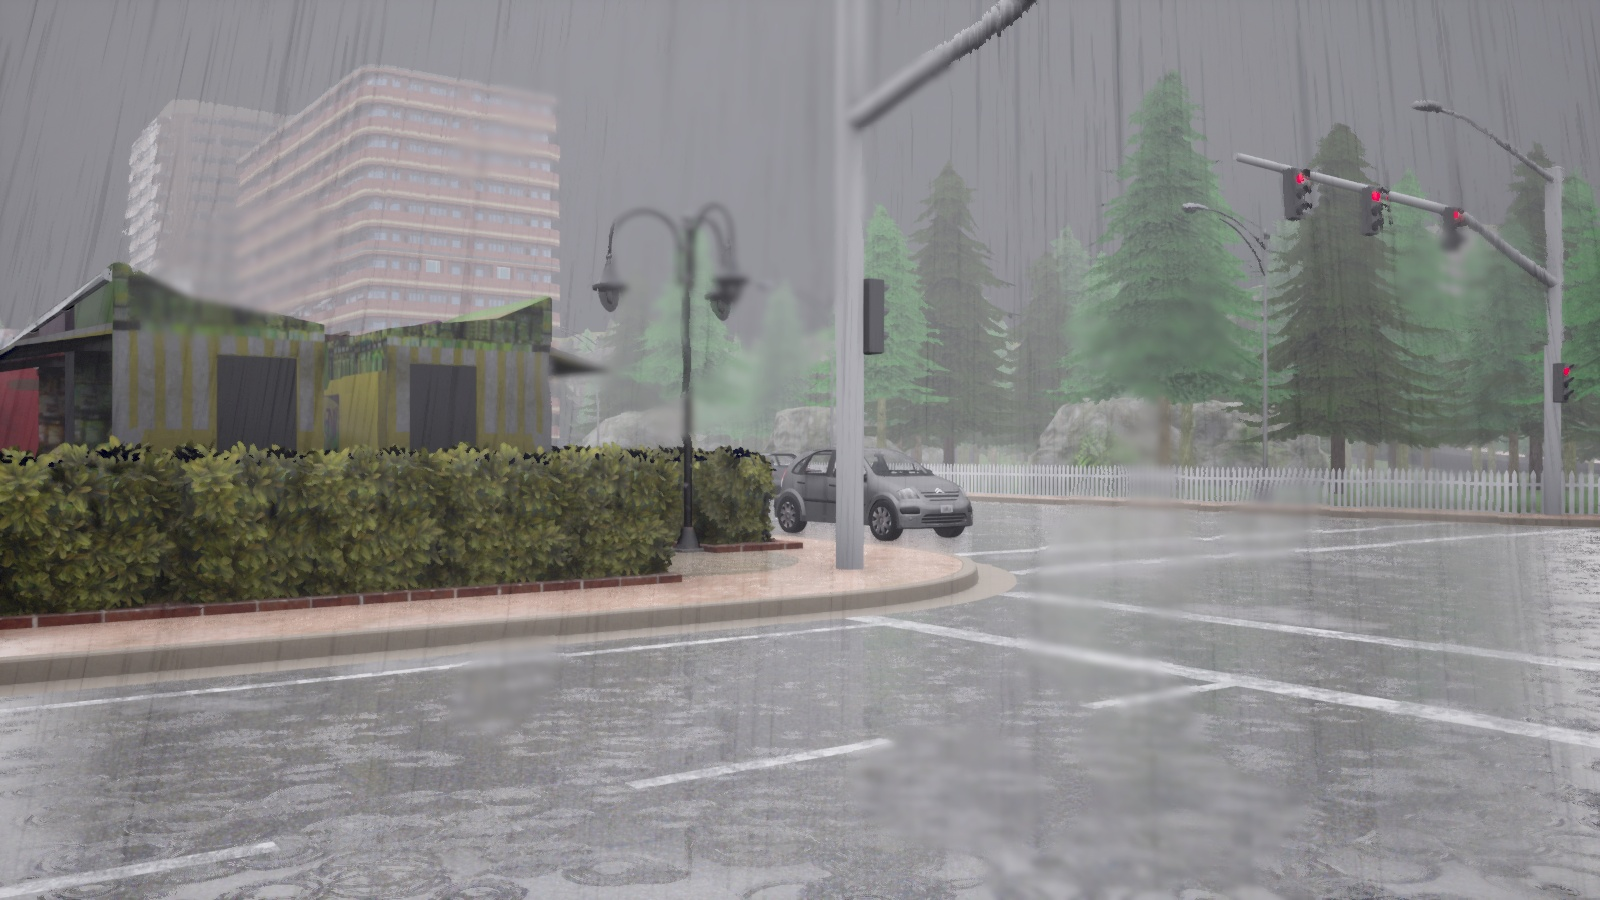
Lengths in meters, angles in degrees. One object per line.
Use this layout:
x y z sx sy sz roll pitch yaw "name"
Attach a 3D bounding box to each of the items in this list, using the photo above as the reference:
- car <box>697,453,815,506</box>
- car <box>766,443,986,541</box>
-1.380 0.855 38.073 1.845 1.501 3.633 0 0 -37 "car"
1.296 0.696 22.830 1.851 1.617 3.988 0 0 -37 "car"
